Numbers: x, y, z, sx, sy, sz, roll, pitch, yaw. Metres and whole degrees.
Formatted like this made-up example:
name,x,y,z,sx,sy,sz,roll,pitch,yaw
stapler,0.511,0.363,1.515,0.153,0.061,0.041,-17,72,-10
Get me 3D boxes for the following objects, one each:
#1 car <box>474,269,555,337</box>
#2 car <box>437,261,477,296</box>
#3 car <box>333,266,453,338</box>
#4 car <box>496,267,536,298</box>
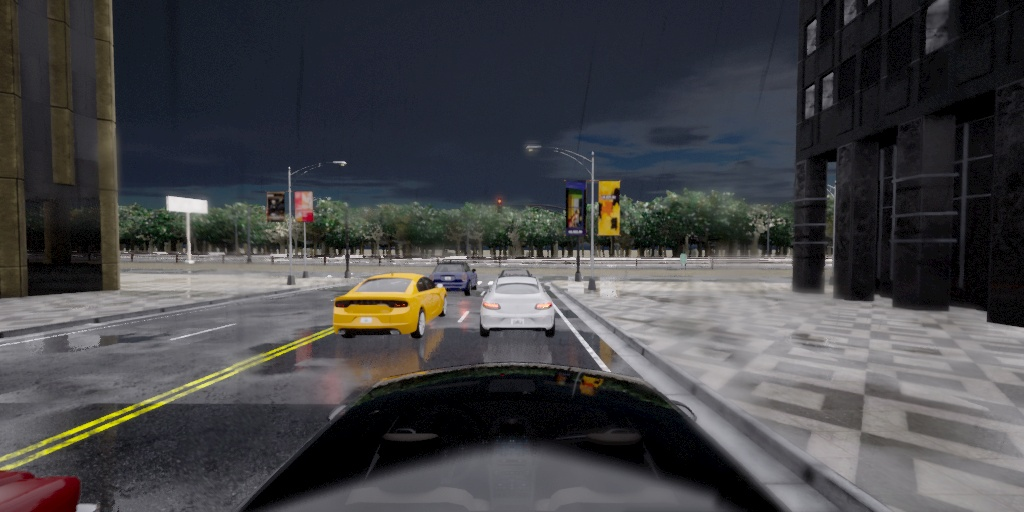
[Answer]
name,x,y,z,sx,sy,sz,roll,pitch,yaw
car,0.138,1.271,10.166,1.812,1.442,4.674,0,0,0
car,-3.072,1.092,19.339,2.097,1.767,4.553,0,0,0
car,-3.114,1.223,10.157,1.882,1.535,5.008,0,0,0
car,0.180,1.341,19.328,1.895,1.301,4.718,0,0,0
